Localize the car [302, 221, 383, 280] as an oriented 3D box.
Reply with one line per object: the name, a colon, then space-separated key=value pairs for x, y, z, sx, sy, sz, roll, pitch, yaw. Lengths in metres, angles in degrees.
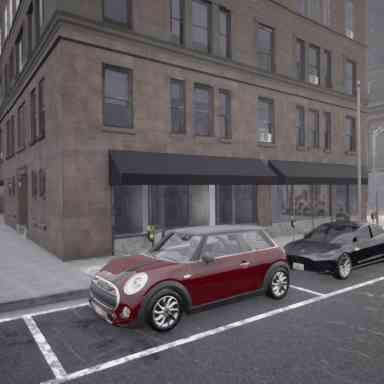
car: x=4.533 y=1.565 z=9.924 sx=4.313 sy=1.339 sz=1.947 roll=0 pitch=-1 yaw=-36

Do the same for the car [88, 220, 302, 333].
car: x=0.060 y=1.439 z=6.715 sx=4.097 sy=1.590 sz=1.967 roll=0 pitch=-1 yaw=-36
